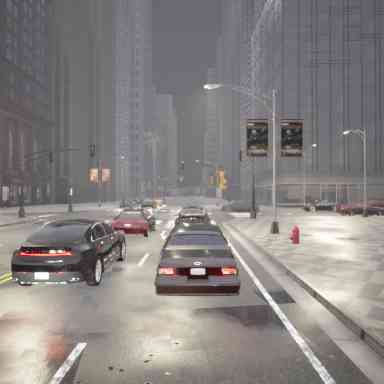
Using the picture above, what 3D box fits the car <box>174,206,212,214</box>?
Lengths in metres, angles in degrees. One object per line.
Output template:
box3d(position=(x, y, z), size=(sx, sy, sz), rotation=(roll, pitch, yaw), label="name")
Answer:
box3d(position=(0.059, 1.542, 18.545), size=(1.837, 1.490, 4.892), rotation=(0, 0, 1), label="car")

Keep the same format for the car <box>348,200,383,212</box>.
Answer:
box3d(position=(20.852, 1.641, 38.873), size=(4.313, 1.339, 1.947), rotation=(0, 0, -1), label="car")

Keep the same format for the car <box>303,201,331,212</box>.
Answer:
box3d(position=(15.212, 1.660, 38.789), size=(4.313, 1.339, 1.947), rotation=(0, 0, -1), label="car")

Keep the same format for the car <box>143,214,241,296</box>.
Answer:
box3d(position=(0.112, 1.557, 8.806), size=(2.033, 1.411, 5.357), rotation=(0, 0, 0), label="car")

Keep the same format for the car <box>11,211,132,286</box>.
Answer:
box3d(position=(-3.144, 1.515, 9.392), size=(1.837, 1.490, 4.892), rotation=(0, 0, 0), label="car")

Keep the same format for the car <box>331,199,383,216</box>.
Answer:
box3d(position=(15.336, 1.576, 30.266), size=(4.206, 1.307, 1.802), rotation=(0, 0, -1), label="car")

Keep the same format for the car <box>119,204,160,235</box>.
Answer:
box3d(position=(-3.138, 1.600, 18.293), size=(1.994, 1.385, 4.181), rotation=(0, 0, 0), label="car")

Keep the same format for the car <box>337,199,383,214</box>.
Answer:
box3d(position=(18.672, 1.528, 36.088), size=(5.008, 1.535, 1.882), rotation=(-1, -1, -1), label="car")

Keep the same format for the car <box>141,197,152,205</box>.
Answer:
box3d(position=(-9.701, 1.901, 71.141), size=(1.812, 1.442, 4.674), rotation=(0, 0, 0), label="car")

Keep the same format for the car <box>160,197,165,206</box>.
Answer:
box3d(position=(-6.528, 1.644, 60.168), size=(2.097, 1.767, 4.553), rotation=(0, 0, 0), label="car")

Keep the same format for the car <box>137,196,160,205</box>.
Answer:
box3d(position=(-6.559, 1.775, 50.886), size=(2.033, 1.411, 5.357), rotation=(0, 0, 0), label="car")

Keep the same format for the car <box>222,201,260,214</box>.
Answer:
box3d(position=(5.364, 1.672, 36.777), size=(4.181, 1.385, 1.994), rotation=(0, -1, 12), label="car")

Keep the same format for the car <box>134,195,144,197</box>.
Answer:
box3d(position=(-9.775, 1.518, 60.794), size=(2.150, 2.045, 5.566), rotation=(0, 0, 0), label="car")

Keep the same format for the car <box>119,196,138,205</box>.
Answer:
box3d(position=(-9.840, 1.731, 50.775), size=(1.837, 1.490, 4.892), rotation=(0, 0, -2), label="car")
